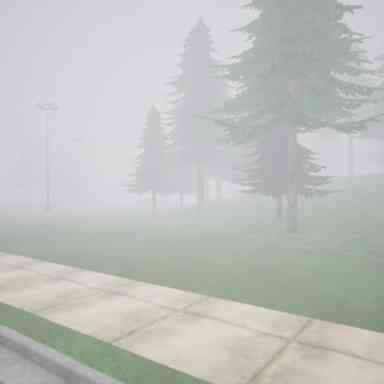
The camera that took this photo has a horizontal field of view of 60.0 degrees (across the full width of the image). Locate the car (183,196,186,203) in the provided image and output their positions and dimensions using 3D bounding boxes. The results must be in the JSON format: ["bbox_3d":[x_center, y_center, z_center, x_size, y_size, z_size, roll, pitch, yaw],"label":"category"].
[{"bbox_3d":[-1.348,1.433,69.314,2.097,1.767,4.553,0,0,36],"label":"car"}]

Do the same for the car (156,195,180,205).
[{"bbox_3d":[-4.354,1.675,59.228,1.895,1.301,4.718,0,0,37],"label":"car"}]

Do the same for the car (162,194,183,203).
[{"bbox_3d":[-4.167,1.433,71.388,2.097,1.767,4.553,0,0,36],"label":"car"}]

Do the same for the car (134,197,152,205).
[{"bbox_3d":[-7.652,1.628,60.679,2.033,1.411,5.357,0,0,37],"label":"car"}]

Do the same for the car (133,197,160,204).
[{"bbox_3d":[-8.840,1.635,64.979,2.033,1.411,5.357,0,0,37],"label":"car"}]

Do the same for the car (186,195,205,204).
[{"bbox_3d":[1.472,1.426,67.240,2.097,1.767,4.553,0,0,36],"label":"car"}]
